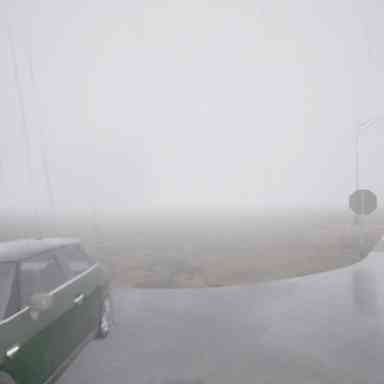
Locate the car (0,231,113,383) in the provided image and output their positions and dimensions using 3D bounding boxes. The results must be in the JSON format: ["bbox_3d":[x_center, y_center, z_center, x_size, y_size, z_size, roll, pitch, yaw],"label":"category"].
[{"bbox_3d":[-2.536,1.473,3.973,2.097,1.767,4.553,0,-2,4],"label":"car"}]
